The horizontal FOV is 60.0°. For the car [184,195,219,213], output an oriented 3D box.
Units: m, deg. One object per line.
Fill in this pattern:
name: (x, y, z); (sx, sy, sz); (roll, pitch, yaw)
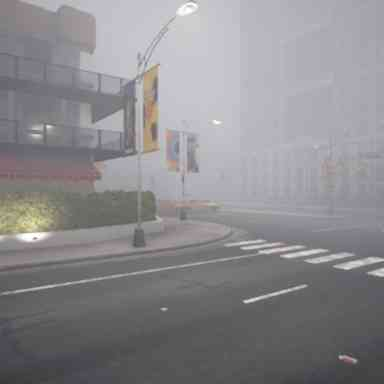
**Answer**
car: (1.031, 1.471, 37.334); (1.882, 1.535, 5.008); (0, 0, -35)

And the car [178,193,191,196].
car: (-1.737, 1.211, 62.572); (2.150, 2.045, 5.566); (0, 0, -20)

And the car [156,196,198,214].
car: (-1.858, 1.472, 35.359); (1.882, 1.535, 5.008); (0, 0, -35)
